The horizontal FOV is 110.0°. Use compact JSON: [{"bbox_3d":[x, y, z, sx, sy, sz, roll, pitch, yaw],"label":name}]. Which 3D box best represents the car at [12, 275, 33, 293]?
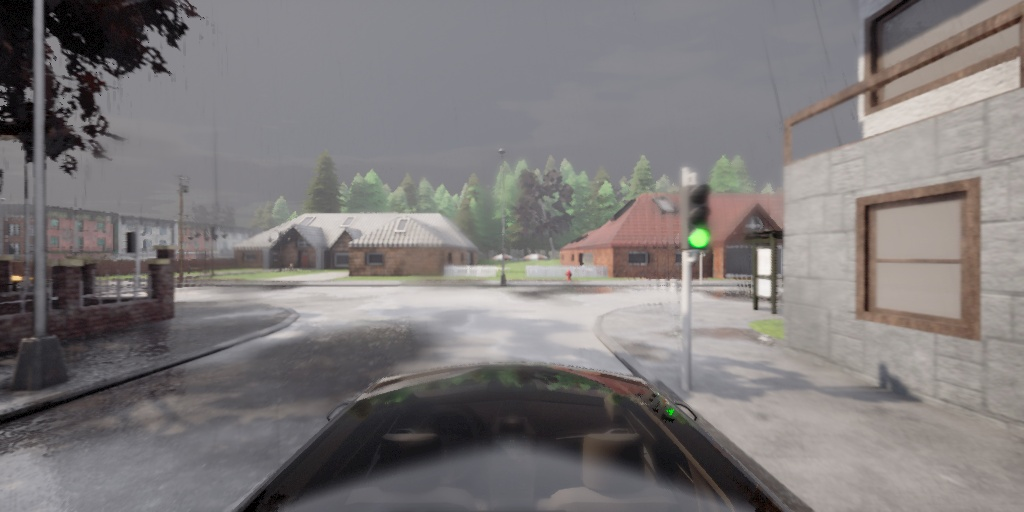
[{"bbox_3d":[-25.404,1.181,16.692,5.008,1.535,1.882,0,0,0],"label":"car"}]
